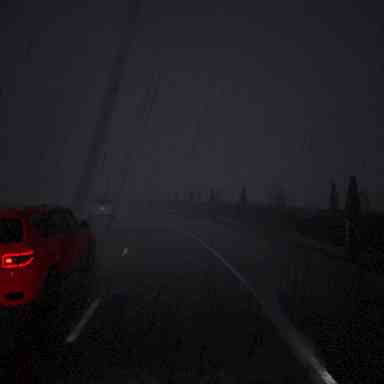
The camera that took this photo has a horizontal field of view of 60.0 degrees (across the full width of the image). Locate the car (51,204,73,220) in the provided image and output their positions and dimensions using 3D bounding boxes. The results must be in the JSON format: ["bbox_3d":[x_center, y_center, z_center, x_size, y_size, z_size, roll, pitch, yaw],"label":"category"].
[{"bbox_3d":[-12.996,1.924,33.407,1.994,1.385,4.181,0,-1,-20],"label":"car"}]

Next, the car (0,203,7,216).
[{"bbox_3d":[-22.763,1.993,38.436,1.994,1.385,4.181,0,-1,-25],"label":"car"}]

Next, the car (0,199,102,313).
[{"bbox_3d":[-3.861,1.309,7.899,2.150,2.045,5.566,0,-1,-4],"label":"car"}]

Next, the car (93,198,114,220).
[{"bbox_3d":[-8.806,1.561,32.174,2.150,2.045,5.566,0,-1,-18],"label":"car"}]

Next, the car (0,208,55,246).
[{"bbox_3d":[-8.637,1.694,17.193,1.837,1.490,4.892,0,-1,-10],"label":"car"}]

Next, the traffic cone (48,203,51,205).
[{"bbox_3d":[-30.652,2.741,72.685,0.340,0.580,0.340,0,-1,-41],"label":"traffic cone"}]

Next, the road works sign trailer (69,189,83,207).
[{"bbox_3d":[-23.592,1.179,66.926,2.380,3.560,2.880,0,-1,-41],"label":"road works sign trailer"}]
